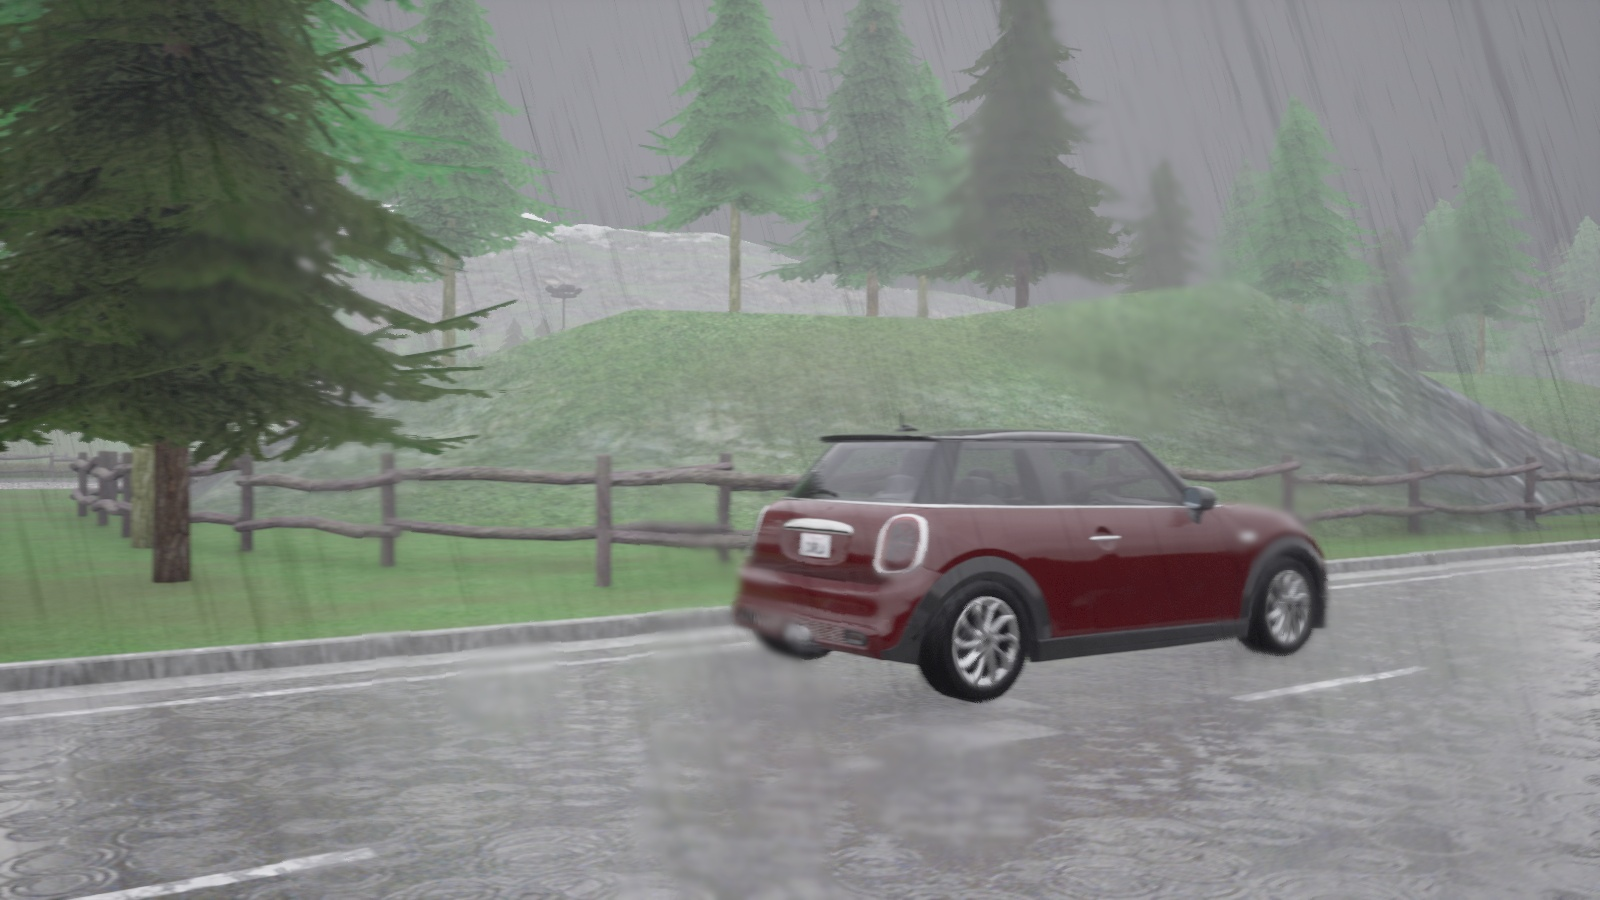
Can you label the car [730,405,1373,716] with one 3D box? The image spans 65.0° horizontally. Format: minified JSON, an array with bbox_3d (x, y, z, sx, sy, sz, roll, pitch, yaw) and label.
[{"bbox_3d":[1.973,0.638,9.297,4.553,1.767,2.097,0,0,-35],"label":"car"}]
